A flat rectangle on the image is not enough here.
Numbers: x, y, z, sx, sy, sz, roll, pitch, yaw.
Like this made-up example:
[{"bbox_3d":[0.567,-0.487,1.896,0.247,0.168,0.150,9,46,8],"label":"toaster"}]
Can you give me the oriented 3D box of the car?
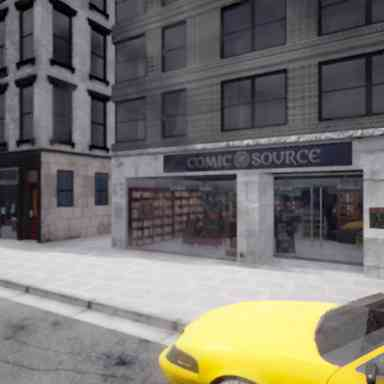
[{"bbox_3d":[2.232,1.465,2.645,5.366,1.575,1.801,0,0,31],"label":"car"}]
